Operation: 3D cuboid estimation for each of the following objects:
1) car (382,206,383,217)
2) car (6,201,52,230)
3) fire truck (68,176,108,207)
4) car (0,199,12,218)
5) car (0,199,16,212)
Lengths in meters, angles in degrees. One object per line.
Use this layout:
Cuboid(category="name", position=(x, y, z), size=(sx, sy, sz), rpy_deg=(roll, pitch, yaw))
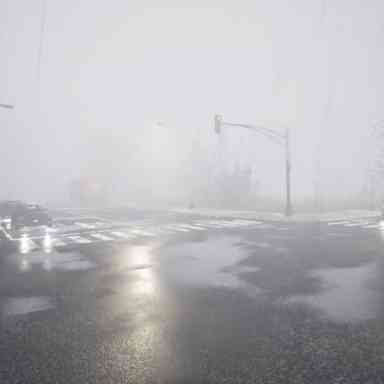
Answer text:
Cuboid(category="car", position=(14.735, 0.885, 22.333), size=(4.553, 1.767, 2.097), rpy_deg=(-1, 1, -35))
Cuboid(category="car", position=(-10.134, 1.489, 20.862), size=(1.994, 1.385, 4.181), rpy_deg=(-2, 1, -33))
Cuboid(category="fire truck", position=(-14.089, -0.060, 44.664), size=(2.891, 3.827, 8.468), rpy_deg=(-2, 1, -33))
Cuboid(category="car", position=(-15.615, 1.475, 29.144), size=(1.994, 1.385, 4.181), rpy_deg=(-2, 1, -35))
Cuboid(category="car", position=(-21.183, 1.495, 37.608), size=(1.895, 1.301, 4.718), rpy_deg=(-2, 1, -33))
